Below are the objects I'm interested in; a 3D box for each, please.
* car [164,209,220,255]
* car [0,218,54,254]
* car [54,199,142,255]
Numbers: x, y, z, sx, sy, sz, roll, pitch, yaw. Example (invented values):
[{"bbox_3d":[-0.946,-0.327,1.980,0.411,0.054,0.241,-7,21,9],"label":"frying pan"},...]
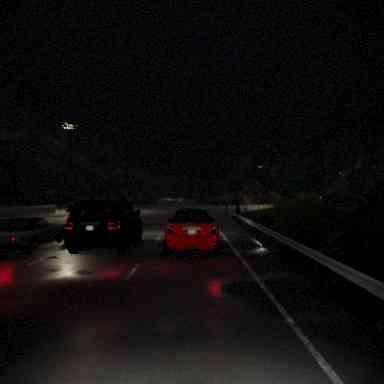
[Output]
[{"bbox_3d":[-0.003,1.479,14.113,2.097,1.767,4.553,0,-1,0],"label":"car"},{"bbox_3d":[-7.004,1.730,14.115,1.895,1.301,4.718,0,0,0],"label":"car"},{"bbox_3d":[-3.504,1.345,14.057,2.150,2.045,5.566,0,0,0],"label":"car"}]
